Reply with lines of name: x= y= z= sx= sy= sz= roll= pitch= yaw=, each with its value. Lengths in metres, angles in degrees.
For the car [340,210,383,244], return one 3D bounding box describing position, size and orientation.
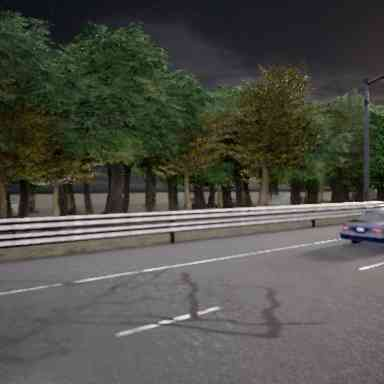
car: x=8.415 y=1.456 z=14.050 sx=5.357 sy=1.411 sz=2.033 roll=0 pitch=0 yaw=-36
